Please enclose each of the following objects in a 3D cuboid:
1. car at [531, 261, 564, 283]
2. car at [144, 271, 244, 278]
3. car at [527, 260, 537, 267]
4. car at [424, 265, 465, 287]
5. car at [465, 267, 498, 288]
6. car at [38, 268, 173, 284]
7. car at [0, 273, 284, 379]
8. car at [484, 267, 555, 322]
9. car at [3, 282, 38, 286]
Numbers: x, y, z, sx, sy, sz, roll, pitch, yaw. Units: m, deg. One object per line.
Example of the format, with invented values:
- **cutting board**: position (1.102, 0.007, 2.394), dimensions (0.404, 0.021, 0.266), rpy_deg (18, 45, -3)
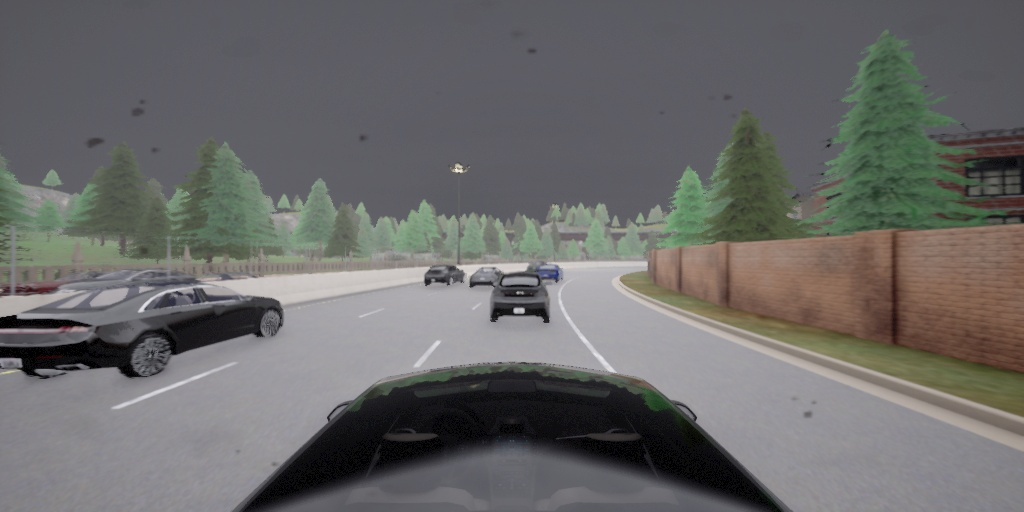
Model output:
- **car**: position (3.280, 1.399, 30.630), dimensions (1.882, 1.535, 5.008), rpy_deg (0, 0, 15)
- **car**: position (-13.586, 1.441, 16.729), dimensions (1.895, 1.301, 4.718), rpy_deg (0, 0, 5)
- **car**: position (3.258, 1.339, 41.573), dimensions (2.097, 1.767, 4.553), rpy_deg (0, 0, 21)
- **car**: position (-4.855, 1.403, 26.559), dimensions (1.837, 1.490, 4.892), rpy_deg (0, 0, 11)
- **car**: position (-1.563, 1.453, 25.161), dimensions (1.994, 1.385, 4.181), rpy_deg (0, 0, 10)
- **car**: position (-17.127, 1.330, 16.342), dimensions (2.128, 1.511, 4.902), rpy_deg (0, 0, 5)
- **car**: position (-6.859, 1.275, 7.361), dimensions (2.128, 1.511, 4.902), rpy_deg (0, 0, 1)
- **car**: position (0.345, 1.319, 12.582), dimensions (1.837, 1.490, 4.892), rpy_deg (0, 0, 3)
- **car**: position (-20.565, 1.444, 17.257), dimensions (1.895, 1.301, 4.718), rpy_deg (0, 0, 5)
